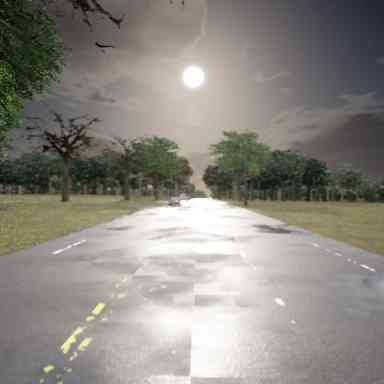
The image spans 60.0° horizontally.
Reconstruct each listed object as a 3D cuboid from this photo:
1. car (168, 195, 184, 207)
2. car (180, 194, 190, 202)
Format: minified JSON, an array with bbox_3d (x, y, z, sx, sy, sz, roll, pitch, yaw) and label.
[{"bbox_3d":[-2.724,1.569,52.563,1.812,1.442,4.674,1,-1,1],"label":"car"},{"bbox_3d":[-2.282,1.567,85.463,2.150,2.045,5.566,0,0,1],"label":"car"}]
